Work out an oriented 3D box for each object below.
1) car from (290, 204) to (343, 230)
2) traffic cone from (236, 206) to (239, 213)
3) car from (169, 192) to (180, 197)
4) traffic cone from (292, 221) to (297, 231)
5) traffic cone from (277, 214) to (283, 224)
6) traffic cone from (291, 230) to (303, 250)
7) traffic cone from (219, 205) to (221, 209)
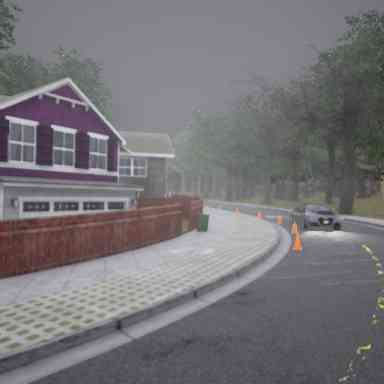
[{"bbox_3d":[7.205,1.385,19.611,1.994,1.385,4.181,1,1,3],"label":"car"},{"bbox_3d":[4.176,1.622,30.663,0.340,0.580,0.340,1,0,-14],"label":"traffic cone"},{"bbox_3d":[-3.649,0.741,68.817,2.097,1.767,4.553,1,0,-19],"label":"car"},{"bbox_3d":[5.209,1.791,16.871,0.340,0.580,0.340,1,1,11],"label":"traffic cone"},{"bbox_3d":[5.646,1.730,21.401,0.340,0.580,0.340,1,1,0],"label":"traffic cone"},{"bbox_3d":[3.969,1.845,12.493,0.340,0.580,0.340,1,1,21],"label":"traffic cone"},{"bbox_3d":[3.007,1.582,35.526,0.340,0.580,0.340,1,0,-14],"label":"traffic cone"}]
